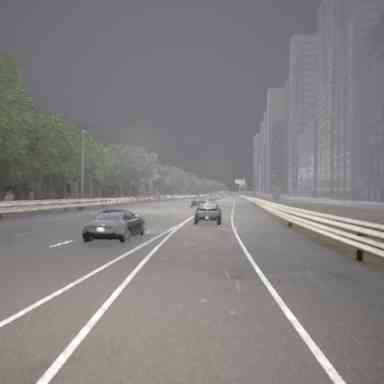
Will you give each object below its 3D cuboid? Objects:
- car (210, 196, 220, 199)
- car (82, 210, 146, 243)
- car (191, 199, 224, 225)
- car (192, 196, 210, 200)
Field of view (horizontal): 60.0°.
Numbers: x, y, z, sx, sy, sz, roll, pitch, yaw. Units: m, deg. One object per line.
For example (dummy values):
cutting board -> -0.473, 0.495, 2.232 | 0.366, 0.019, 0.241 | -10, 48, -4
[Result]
car -> 4.956, 1.693, 81.138 | 2.128, 1.511, 4.902 | 1, 0, 7
car -> -3.589, 1.549, 15.992 | 1.994, 1.385, 4.181 | 0, 0, 8
car -> 1.295, 1.532, 24.797 | 2.128, 1.511, 4.902 | 0, 0, 6
car -> 1.089, 1.427, 51.321 | 2.097, 1.767, 4.553 | 0, 0, 7
